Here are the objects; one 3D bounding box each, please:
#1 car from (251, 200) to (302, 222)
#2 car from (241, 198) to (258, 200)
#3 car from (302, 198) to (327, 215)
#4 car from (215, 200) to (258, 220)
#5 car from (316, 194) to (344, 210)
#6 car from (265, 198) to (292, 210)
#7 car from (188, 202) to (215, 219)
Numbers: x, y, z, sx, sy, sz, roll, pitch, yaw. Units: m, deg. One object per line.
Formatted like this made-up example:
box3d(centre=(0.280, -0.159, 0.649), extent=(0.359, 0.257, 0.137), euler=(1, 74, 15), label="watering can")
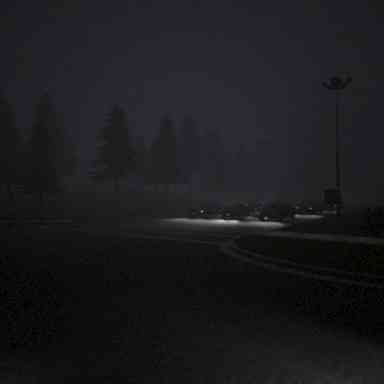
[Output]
box3d(centre=(7.350, 1.671, 28.396), extent=(2.033, 1.411, 5.357), euler=(-1, 0, 35), label="car")
box3d(centre=(6.547, 1.559, 39.422), extent=(2.097, 1.767, 4.553), euler=(-1, 0, 35), label="car")
box3d(centre=(12.822, 1.649, 36.167), extent=(1.812, 1.442, 4.674), euler=(-1, 0, 35), label="car")
box3d(centre=(4.205, 1.729, 30.005), extent=(1.994, 1.385, 4.181), euler=(-1, 0, 35), label="car")
box3d(centre=(18.862, 1.345, 44.743), extent=(2.150, 2.045, 5.566), euler=(-1, 0, 35), label="car")
box3d(centre=(12.411, 1.699, 47.737), extent=(2.128, 1.511, 4.902), euler=(-1, 0, 35), label="car")
box3d(centre=(1.496, 1.732, 32.204), extent=(1.812, 1.442, 4.674), euler=(-1, 0, 35), label="car")
